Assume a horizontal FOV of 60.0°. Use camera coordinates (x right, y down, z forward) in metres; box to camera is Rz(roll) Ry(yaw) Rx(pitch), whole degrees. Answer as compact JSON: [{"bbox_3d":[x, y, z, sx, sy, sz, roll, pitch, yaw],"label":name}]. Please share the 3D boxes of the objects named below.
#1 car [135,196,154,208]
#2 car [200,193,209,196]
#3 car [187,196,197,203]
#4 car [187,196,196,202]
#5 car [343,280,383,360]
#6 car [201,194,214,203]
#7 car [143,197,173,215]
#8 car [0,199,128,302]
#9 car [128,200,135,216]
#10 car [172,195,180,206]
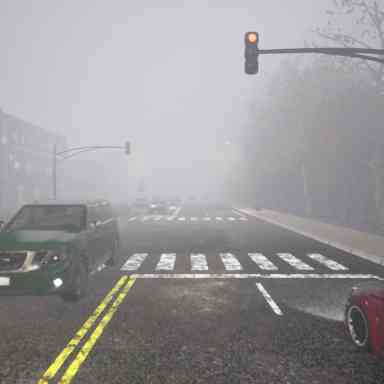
[{"bbox_3d":[-6.680,1.462,44.133,1.882,1.535,5.008,0,0,0],"label":"car"},{"bbox_3d":[3.113,1.194,76.267,2.150,2.045,5.566,0,0,0],"label":"car"},{"bbox_3d":[-0.021,1.452,66.960,1.882,1.535,5.008,0,0,0],"label":"car"},{"bbox_3d":[-0.140,1.564,77.243,1.895,1.301,4.718,0,0,0],"label":"car"},{"bbox_3d":[3.346,1.563,3.502,1.994,1.385,4.181,0,0,0],"label":"car"},{"bbox_3d":[3.226,1.576,66.084,1.895,1.301,4.718,0,0,0],"label":"car"},{"bbox_3d":[-3.413,1.536,34.613,2.033,1.411,5.357,0,0,0],"label":"car"},{"bbox_3d":[-3.366,1.220,8.616,2.150,2.045,5.566,0,0,0],"label":"car"},{"bbox_3d":[-6.655,1.593,29.426,1.895,1.301,4.718,0,0,0],"label":"car"},{"bbox_3d":[-3.441,1.473,52.563,2.128,1.511,4.902,0,0,0],"label":"car"}]
